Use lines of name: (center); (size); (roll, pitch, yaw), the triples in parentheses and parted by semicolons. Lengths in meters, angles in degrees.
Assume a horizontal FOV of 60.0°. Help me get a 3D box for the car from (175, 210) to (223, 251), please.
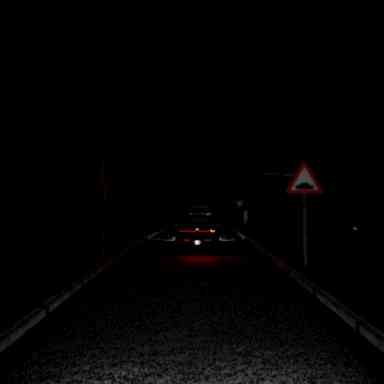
car: (0.258, 1.798, 15.485); (1.837, 1.490, 4.892); (0, -2, 1)

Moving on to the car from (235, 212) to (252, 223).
car: (7.833, 4.459, 59.205); (2.185, 1.767, 4.553); (7, -5, -30)

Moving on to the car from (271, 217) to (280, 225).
car: (13.664, 5.194, 60.445); (1.946, 1.575, 5.366); (7, -5, -30)

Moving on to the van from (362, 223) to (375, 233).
van: (31.630, 6.768, 63.201); (1.878, 1.987, 4.442); (8, -6, -29)

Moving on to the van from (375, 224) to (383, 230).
van: (34.603, 7.068, 63.692); (1.878, 1.987, 4.442); (8, -6, -29)

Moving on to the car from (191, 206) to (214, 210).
car: (0.791, 2.315, 30.823); (2.150, 2.045, 5.566); (0, -3, 2)

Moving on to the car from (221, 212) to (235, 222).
car: (4.861, 4.197, 58.712); (2.185, 1.767, 4.553); (5, -5, -31)

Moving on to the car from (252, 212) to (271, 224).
car: (10.831, 4.640, 59.759); (2.435, 2.045, 5.566); (8, -6, -30)

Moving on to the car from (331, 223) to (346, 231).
car: (25.606, 6.435, 62.308); (2.002, 1.452, 4.674); (8, -6, -29)

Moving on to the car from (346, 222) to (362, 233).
car: (28.487, 6.697, 62.957); (1.946, 1.575, 5.366); (7, -5, -29)

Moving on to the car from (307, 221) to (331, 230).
car: (22.635, 6.133, 61.801); (2.002, 1.452, 4.674); (7, -5, -29)

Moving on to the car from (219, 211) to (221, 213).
car: (1.981, 3.890, 58.130); (2.435, 2.045, 5.566); (2, -4, -30)
